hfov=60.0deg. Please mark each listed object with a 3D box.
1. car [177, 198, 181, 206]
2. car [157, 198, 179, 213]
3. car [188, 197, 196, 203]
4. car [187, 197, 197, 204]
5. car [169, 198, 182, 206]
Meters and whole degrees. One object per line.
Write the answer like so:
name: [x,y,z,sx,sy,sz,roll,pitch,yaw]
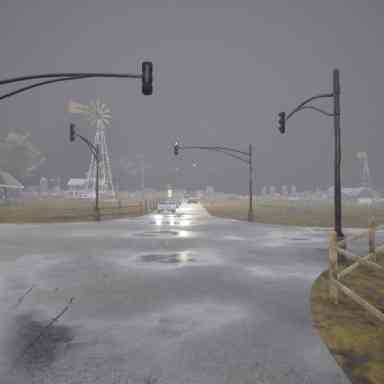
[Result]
car: [-2.860,1.644,48.582,1.837,1.490,4.892,0,0,0]
car: [-2.866,1.691,38.199,1.895,1.301,4.718,0,0,0]
car: [-0.042,1.861,79.163,1.812,1.442,4.674,0,0,0]
car: [0.056,1.789,69.151,1.812,1.442,4.674,0,0,0]
car: [-2.844,1.746,59.146,2.033,1.411,5.357,0,0,0]
